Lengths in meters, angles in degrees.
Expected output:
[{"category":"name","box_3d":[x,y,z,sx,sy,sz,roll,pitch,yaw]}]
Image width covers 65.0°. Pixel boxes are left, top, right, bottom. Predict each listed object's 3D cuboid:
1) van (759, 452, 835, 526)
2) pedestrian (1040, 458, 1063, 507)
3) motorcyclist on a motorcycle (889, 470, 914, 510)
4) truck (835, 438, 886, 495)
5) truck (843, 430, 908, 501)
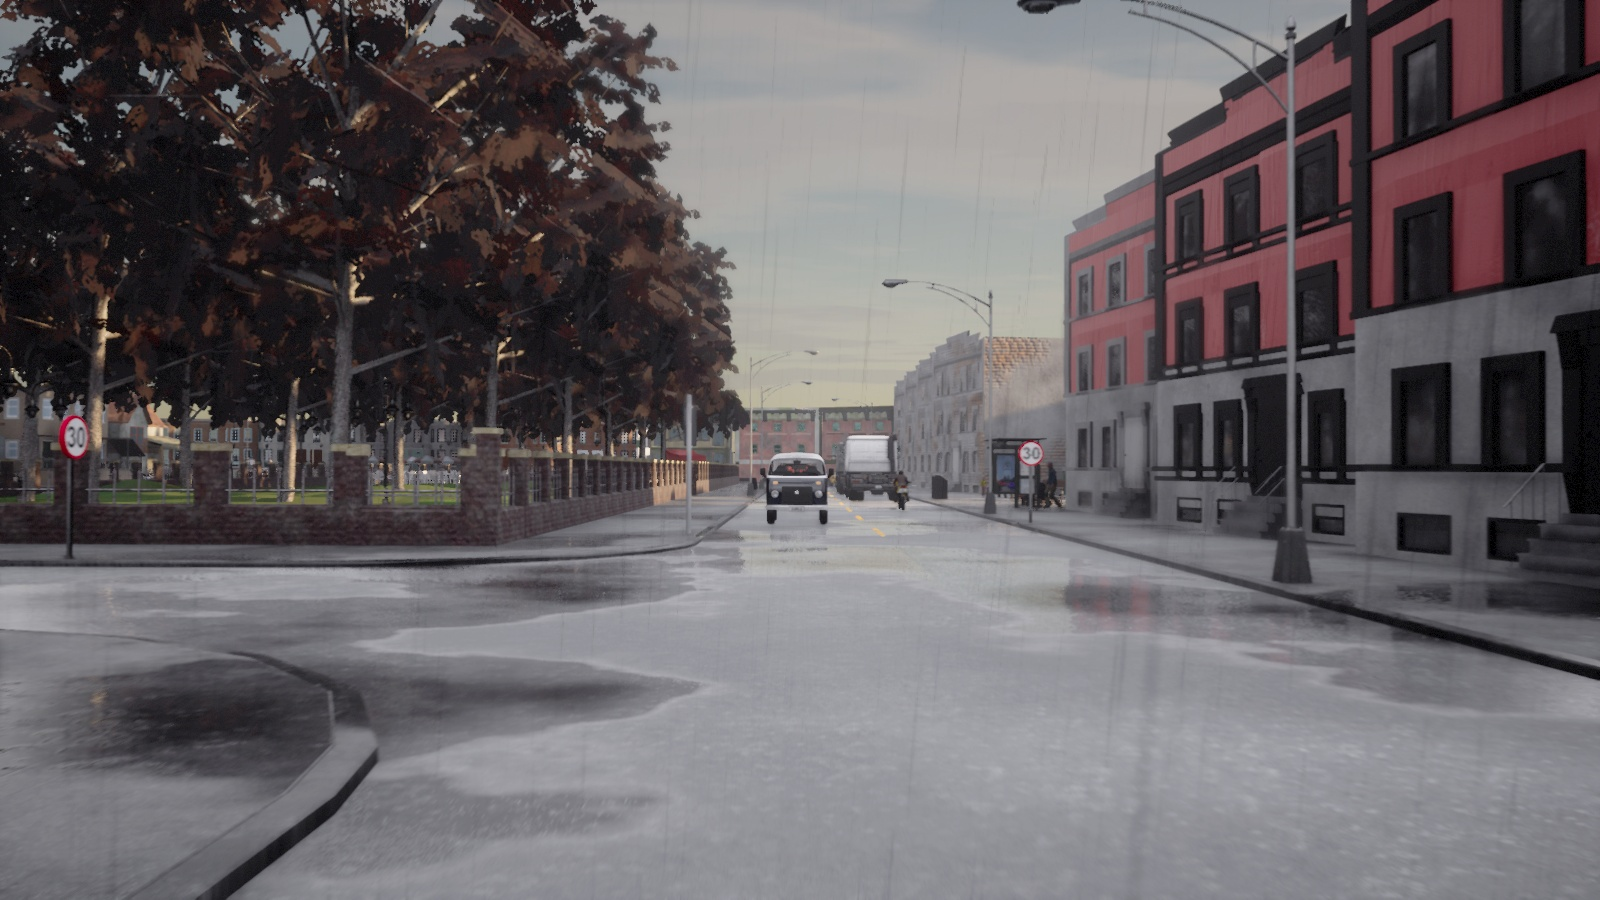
[{"category":"van","box_3d":[-0.073,1.100,36.816,2.069,2.038,4.480,0,-1,0]},{"category":"pedestrian","box_3d":[9.492,1.211,47.443,0.726,1.842,0.402,0,-1,-13]},{"category":"motorcyclist on a motorcycle","box_3d":[3.891,1.520,48.373,0.797,1.523,2.044,0,-1,0]},{"category":"truck","box_3d":[3.809,1.054,80.862,2.891,3.462,7.936,0,-1,0]},{"category":"truck","box_3d":[3.848,0.825,65.948,2.891,3.462,7.936,0,-1,0]}]
